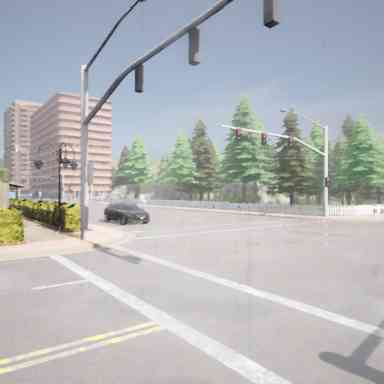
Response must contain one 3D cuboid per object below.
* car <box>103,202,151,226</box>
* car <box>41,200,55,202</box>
[{"bbox_3d":[-4.758,1.502,23.826,1.837,1.490,4.892,0,0,-37],"label":"car"},{"bbox_3d":[-17.760,1.599,41.170,1.895,1.301,4.718,0,0,-37],"label":"car"}]
